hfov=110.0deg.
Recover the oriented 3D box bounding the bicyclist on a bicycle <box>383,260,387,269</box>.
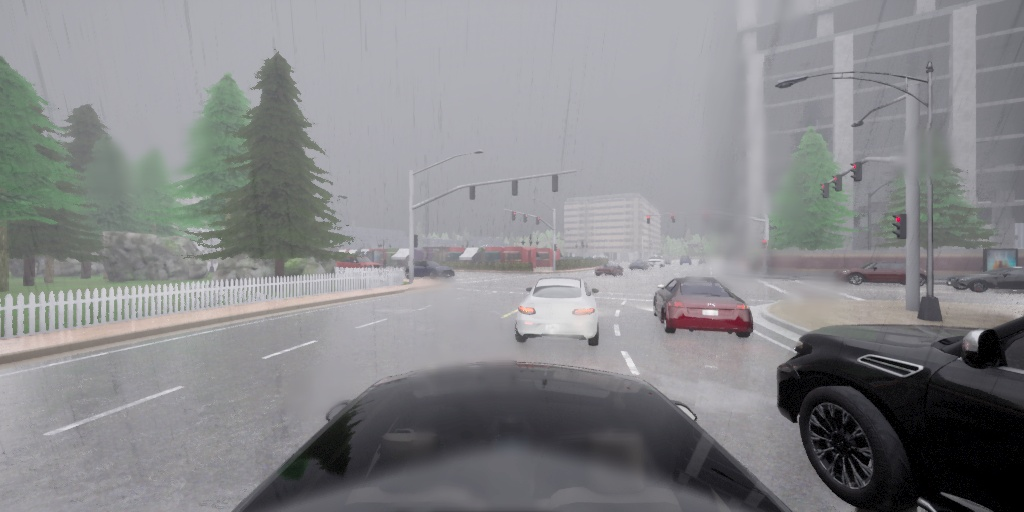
[{"bbox_3d":[-15.714,1.258,44.291,0.582,1.620,1.656,0,0,-22],"label":"bicyclist on a bicycle"}]

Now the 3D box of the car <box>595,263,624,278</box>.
[{"bbox_3d":[9.612,1.394,35.334,1.895,1.301,4.718,0,0,29],"label":"car"}]

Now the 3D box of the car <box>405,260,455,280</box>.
[{"bbox_3d":[-7.306,1.157,31.952,4.553,1.767,2.097,0,0,30],"label":"car"}]

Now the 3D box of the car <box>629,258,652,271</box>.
[{"bbox_3d":[17.573,1.297,49.590,2.033,1.411,5.357,0,0,29],"label":"car"}]

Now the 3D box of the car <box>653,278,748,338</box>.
[{"bbox_3d":[5.301,1.314,10.427,1.994,1.385,4.181,0,0,17],"label":"car"}]

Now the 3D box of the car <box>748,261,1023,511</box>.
[{"bbox_3d":[3.737,0.971,1.199,2.150,2.045,5.566,0,0,0],"label":"car"}]

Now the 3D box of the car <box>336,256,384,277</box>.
[{"bbox_3d":[-15.646,1.027,36.692,5.566,2.045,2.150,0,0,30],"label":"car"}]

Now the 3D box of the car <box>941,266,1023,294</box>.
[{"bbox_3d":[28.011,1.331,20.151,4.674,1.442,1.812,0,0,29],"label":"car"}]

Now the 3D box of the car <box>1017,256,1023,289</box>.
[{"bbox_3d":[34.261,1.027,20.651,5.566,2.045,2.150,0,0,30],"label":"car"}]

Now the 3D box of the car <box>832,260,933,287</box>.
[{"bbox_3d":[25.926,1.157,25.385,4.553,1.767,2.097,0,0,30],"label":"car"}]

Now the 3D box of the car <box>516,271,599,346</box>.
[{"bbox_3d":[1.279,1.276,9.421,1.812,1.442,4.674,0,0,11],"label":"car"}]
